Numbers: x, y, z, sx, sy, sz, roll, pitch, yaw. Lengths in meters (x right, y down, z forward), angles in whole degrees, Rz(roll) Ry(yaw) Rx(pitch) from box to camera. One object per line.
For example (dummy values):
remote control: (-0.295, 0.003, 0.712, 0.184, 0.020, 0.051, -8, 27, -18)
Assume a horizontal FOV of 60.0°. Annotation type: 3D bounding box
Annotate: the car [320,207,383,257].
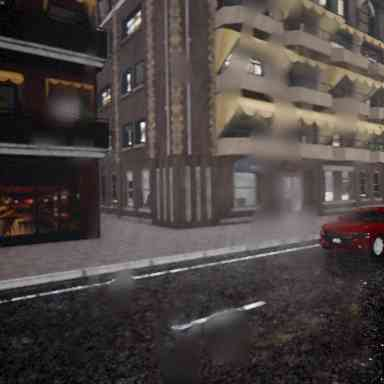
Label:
car: (6.797, 1.312, 12.409, 5.008, 1.535, 1.882, -1, 0, -35)
